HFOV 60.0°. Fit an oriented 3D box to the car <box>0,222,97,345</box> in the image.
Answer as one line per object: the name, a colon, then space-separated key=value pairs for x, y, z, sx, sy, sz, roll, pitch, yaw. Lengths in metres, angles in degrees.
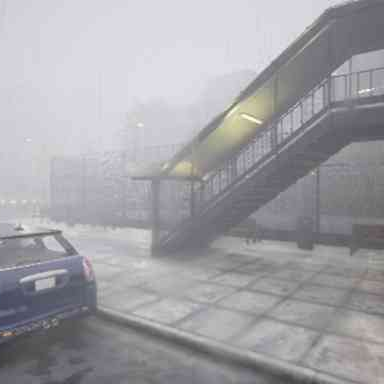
car: x=-3.864 y=1.352 z=6.062 sx=4.553 sy=1.767 sz=2.185 roll=0 pitch=0 yaw=35
